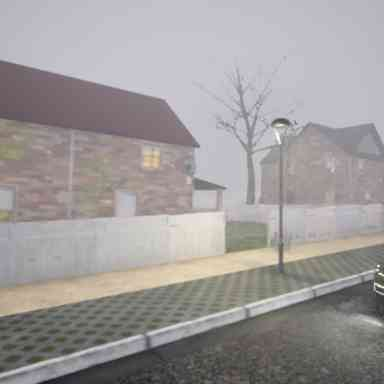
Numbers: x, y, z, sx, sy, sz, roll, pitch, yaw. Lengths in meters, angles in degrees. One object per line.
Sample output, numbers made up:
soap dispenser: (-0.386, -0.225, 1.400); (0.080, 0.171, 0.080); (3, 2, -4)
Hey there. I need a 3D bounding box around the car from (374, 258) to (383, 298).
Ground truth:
car: (5.850, 1.483, 7.239); (4.892, 1.490, 1.837); (-1, 0, -35)
